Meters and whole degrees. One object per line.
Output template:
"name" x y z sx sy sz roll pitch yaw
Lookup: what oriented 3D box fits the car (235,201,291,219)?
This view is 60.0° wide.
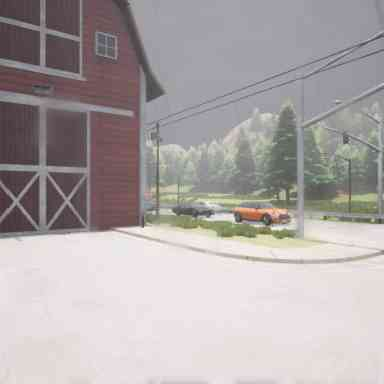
"car" 5.358 1.523 25.558 2.097 1.767 4.553 0 0 -34

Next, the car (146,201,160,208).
"car" -5.650 1.837 41.625 1.994 1.385 4.181 0 0 -35

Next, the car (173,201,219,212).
"car" -0.024 1.768 33.412 2.033 1.411 5.357 0 0 -35

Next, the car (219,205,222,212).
"car" 1.472 1.770 37.777 1.812 1.442 4.674 0 0 -34
